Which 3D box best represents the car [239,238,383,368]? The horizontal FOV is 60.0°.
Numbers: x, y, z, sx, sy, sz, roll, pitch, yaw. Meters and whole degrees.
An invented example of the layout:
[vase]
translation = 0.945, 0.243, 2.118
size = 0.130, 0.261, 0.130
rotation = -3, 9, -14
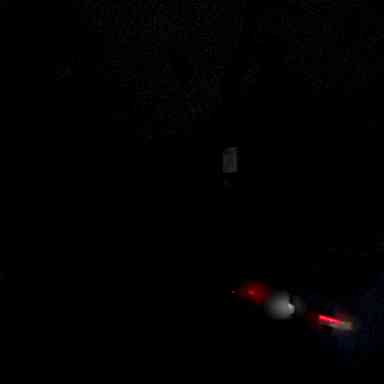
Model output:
[car]
translation = 3.263, 1.543, 5.772
size = 5.357, 1.411, 2.033
rotation = 0, 0, -36
